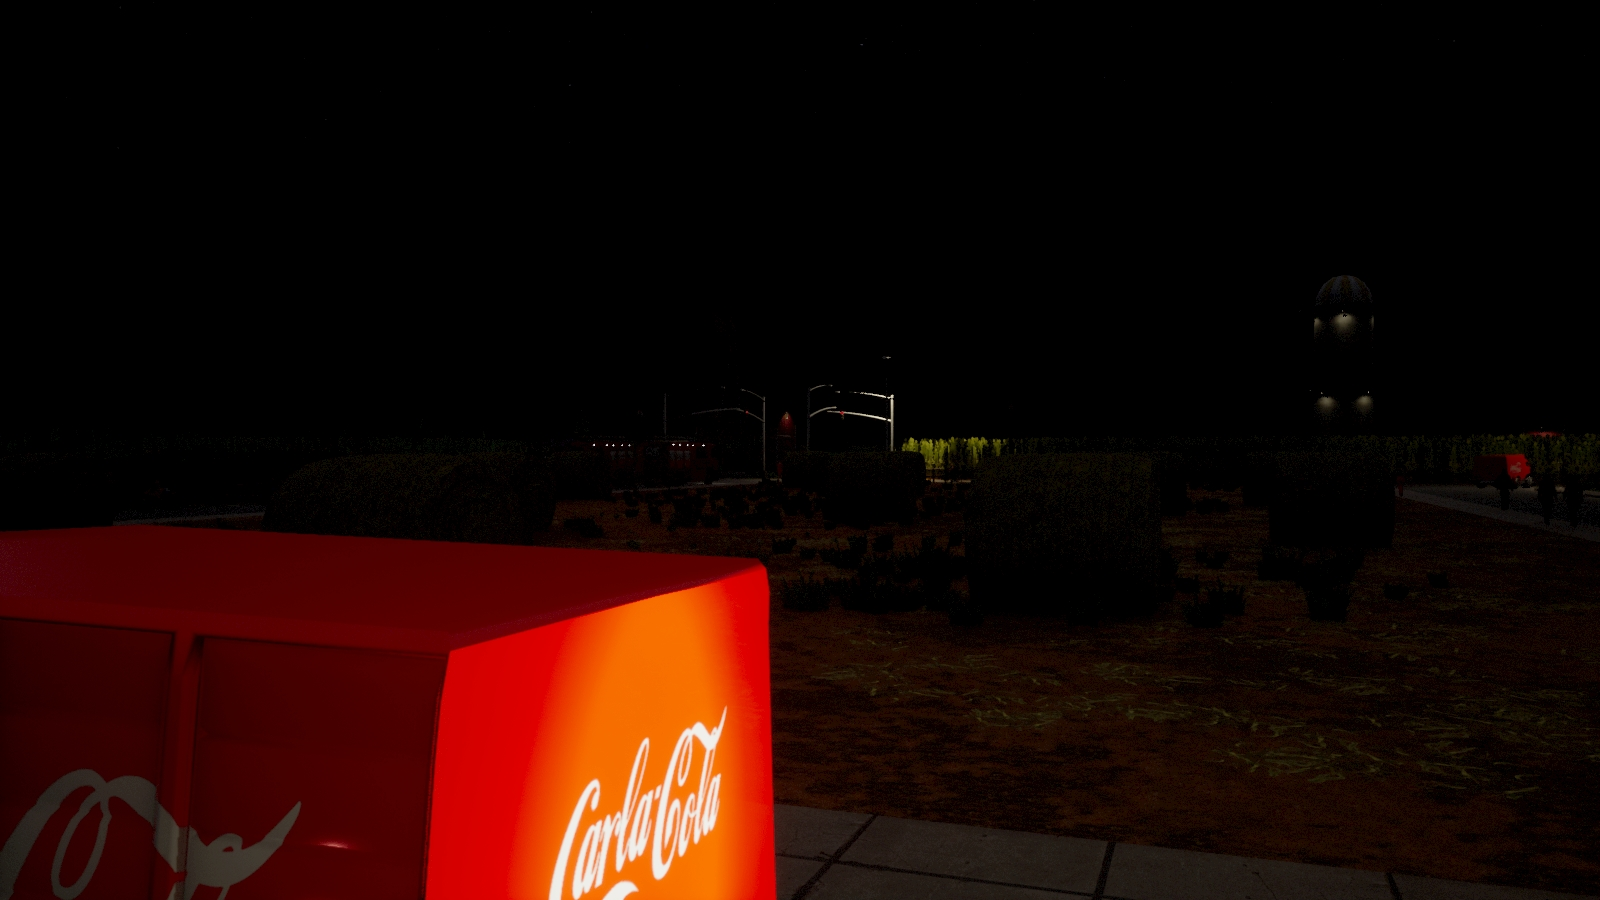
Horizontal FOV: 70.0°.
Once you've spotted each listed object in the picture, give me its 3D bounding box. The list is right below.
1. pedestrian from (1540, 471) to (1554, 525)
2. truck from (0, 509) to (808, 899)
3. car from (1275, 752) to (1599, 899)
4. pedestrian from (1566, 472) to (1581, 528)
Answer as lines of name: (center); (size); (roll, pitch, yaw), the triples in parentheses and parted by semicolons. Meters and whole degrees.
pedestrian: (25.869, 1.665, 39.566); (0.375, 1.860, 0.375); (0, 0, 30)
truck: (-2.871, 1.579, 4.347); (5.204, 2.467, 2.627); (1, 0, 20)
car: (3.388, 1.905, 2.099); (4.553, 1.767, 2.097); (0, 0, 20)
pedestrian: (25.979, 1.664, 38.370); (0.375, 1.860, 0.375); (0, 0, 27)
